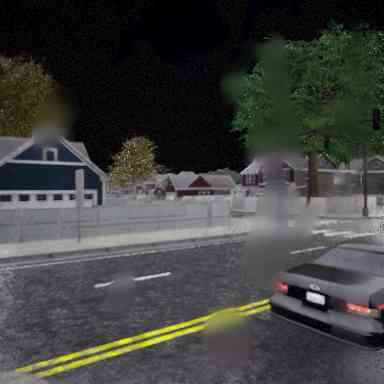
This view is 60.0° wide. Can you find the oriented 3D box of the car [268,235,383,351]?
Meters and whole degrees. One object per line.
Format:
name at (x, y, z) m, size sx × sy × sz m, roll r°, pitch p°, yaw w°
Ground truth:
car at (3.779, 1.532, 6.140) m, size 5.357 × 1.411 × 2.033 m, roll 0°, pitch 0°, yaw -36°
